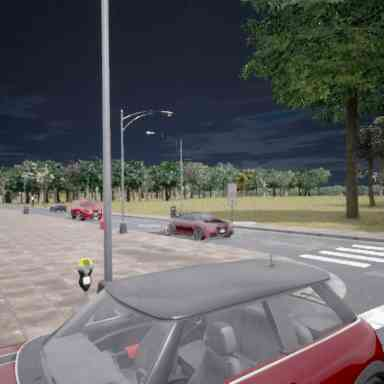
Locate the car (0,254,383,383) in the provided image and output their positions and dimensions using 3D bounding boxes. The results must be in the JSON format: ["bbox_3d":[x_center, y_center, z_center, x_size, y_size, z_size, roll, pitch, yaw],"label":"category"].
[{"bbox_3d":[-0.244,1.439,2.650,4.097,1.590,1.967,0,-1,-36],"label":"car"}]

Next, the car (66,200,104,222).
[{"bbox_3d":[-10.904,1.885,34.491,2.150,2.045,5.566,-1,-1,-35],"label":"car"}]

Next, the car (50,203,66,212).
[{"bbox_3d":[-22.492,2.611,55.806,1.837,1.490,4.892,-1,-1,-36],"label":"car"}]

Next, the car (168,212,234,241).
[{"bbox_3d":[0.401,1.843,18.648,1.994,1.385,4.181,-1,-1,-36],"label":"car"}]
